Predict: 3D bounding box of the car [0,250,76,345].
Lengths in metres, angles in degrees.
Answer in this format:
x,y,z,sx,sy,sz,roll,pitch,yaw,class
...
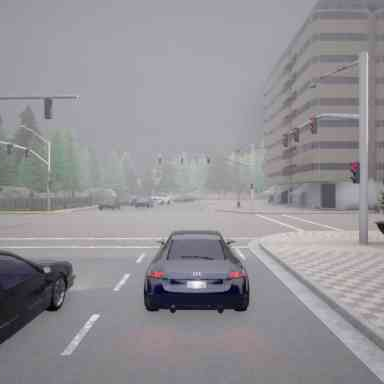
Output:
x,y,z,sx,sy,sz,roll,pitch,yaw,class
-3.428,1.547,4.694,2.033,1.411,5.357,0,0,0,car

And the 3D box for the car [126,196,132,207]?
x,y,z,sx,sy,sz,roll,pitch,yaw,class
-9.853,1.352,52.283,2.097,1.767,4.553,0,0,6,car

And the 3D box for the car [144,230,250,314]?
x,y,z,sx,sy,sz,roll,pitch,yaw,class
0.090,1.564,7.729,1.994,1.385,4.181,0,0,0,car

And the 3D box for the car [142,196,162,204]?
x,y,z,sx,sy,sz,roll,pitch,yaw,class
-7.458,1.525,63.057,1.812,1.442,4.674,0,0,22,car

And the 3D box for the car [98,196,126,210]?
x,y,z,sx,sy,sz,roll,pitch,yaw,class
-10.477,1.547,42.820,2.033,1.411,5.357,0,0,1,car

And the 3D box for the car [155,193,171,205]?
x,y,z,sx,sy,sz,roll,pitch,yaw,class
-5.475,1.221,57.936,2.150,2.045,5.566,0,0,15,car

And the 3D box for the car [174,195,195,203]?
x,y,z,sx,sy,sz,roll,pitch,yaw,class
-1.819,1.353,67.118,2.097,1.767,4.553,0,0,28,car

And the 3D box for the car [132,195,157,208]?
x,y,z,sx,sy,sz,roll,pitch,yaw,class
-6.778,1.477,47.586,1.882,1.535,5.008,0,0,3,car
